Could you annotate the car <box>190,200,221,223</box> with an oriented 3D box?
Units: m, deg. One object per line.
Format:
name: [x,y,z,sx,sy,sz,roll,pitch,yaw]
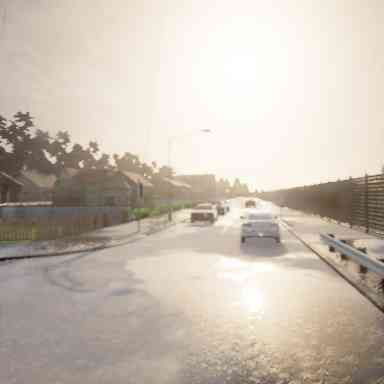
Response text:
car: [1.087,1.763,28.289,1.882,1.535,5.008,-1,-1,10]

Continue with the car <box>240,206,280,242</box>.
car: [3.451,1.671,17.102,1.812,1.442,4.674,-1,-1,9]

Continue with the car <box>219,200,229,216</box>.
car: [2.758,1.723,38.079,2.097,1.767,4.553,-1,-1,10]

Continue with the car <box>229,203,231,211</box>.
car: [4.461,1.981,47.843,1.812,1.442,4.674,-1,-1,10]

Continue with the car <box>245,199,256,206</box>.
car: [10.835,2.013,61.708,1.882,1.535,5.008,-1,-1,9]
